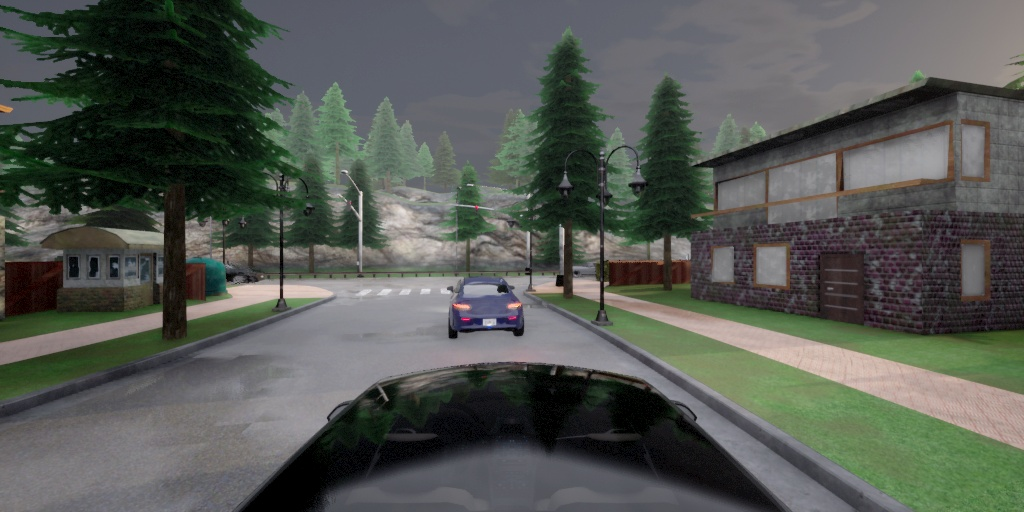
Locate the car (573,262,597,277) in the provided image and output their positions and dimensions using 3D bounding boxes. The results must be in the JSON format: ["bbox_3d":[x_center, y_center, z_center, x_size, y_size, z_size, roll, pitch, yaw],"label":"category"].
[{"bbox_3d":[6.873,1.194,32.218,4.718,1.301,1.895,0,0,-12],"label":"car"}]

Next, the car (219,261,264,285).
[{"bbox_3d":[-18.749,1.070,22.869,5.008,1.535,1.882,0,0,-12],"label":"car"}]

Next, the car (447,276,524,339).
[{"bbox_3d":[-0.834,1.276,10.086,1.812,1.442,4.674,0,0,-9],"label":"car"}]
